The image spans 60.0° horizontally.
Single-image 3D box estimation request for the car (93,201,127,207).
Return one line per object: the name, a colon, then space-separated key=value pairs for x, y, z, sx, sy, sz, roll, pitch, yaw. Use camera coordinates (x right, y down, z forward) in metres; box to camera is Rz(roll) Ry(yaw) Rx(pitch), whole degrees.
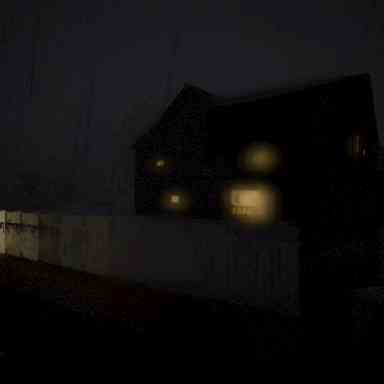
car: x=-9.565 y=1.830 z=40.215 sx=2.128 sy=1.511 sz=4.902 roll=2 pitch=2 yaw=44
